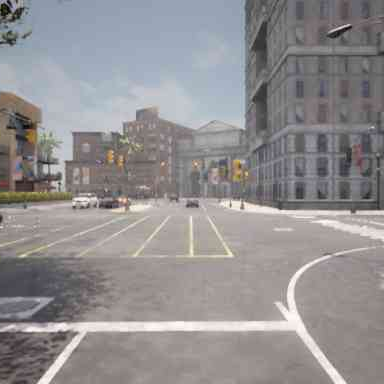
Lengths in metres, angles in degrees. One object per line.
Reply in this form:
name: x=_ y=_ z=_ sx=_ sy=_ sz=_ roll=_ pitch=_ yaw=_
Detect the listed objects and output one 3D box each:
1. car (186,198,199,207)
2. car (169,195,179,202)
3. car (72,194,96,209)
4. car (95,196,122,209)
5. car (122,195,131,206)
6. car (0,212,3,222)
car: x=0.068 y=1.570 z=51.100 sx=2.033 sy=1.411 sz=5.357 roll=0 pitch=0 yaw=0
car: x=-3.950 y=1.347 z=72.483 sx=1.837 sy=1.490 sz=4.892 roll=0 pitch=0 yaw=-8
car: x=-15.043 y=1.242 z=46.925 sx=2.150 sy=2.045 sz=5.566 roll=0 pitch=0 yaw=0
car: x=-11.554 y=1.498 z=46.402 sx=1.882 sy=1.535 sz=5.008 roll=0 pitch=0 yaw=1
car: x=-11.565 y=1.377 z=55.538 sx=2.097 sy=1.767 sz=4.553 roll=0 pitch=0 yaw=0
car: x=-14.421 y=1.535 z=21.672 sx=4.674 sy=1.442 sz=1.812 roll=0 pitch=0 yaw=24
